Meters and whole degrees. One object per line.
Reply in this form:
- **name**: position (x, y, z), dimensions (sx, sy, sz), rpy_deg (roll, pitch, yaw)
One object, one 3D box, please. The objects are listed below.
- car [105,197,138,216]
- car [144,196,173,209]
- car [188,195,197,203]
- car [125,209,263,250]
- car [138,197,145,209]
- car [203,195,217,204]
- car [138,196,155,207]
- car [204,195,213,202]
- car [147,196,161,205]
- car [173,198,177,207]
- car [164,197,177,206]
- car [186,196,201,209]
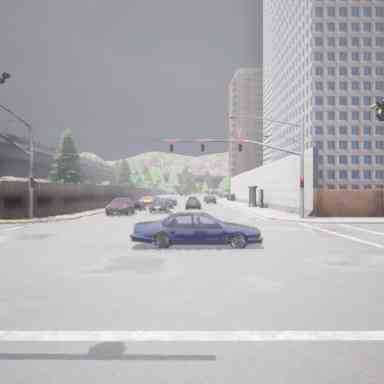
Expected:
- **car**: position (-7.045, 1.352, 32.874), dimensions (2.097, 1.767, 4.553), rpy_deg (0, 0, 0)
- **car**: position (-3.535, 1.491, 36.458), dimensions (2.128, 1.511, 4.902), rpy_deg (0, 0, 0)
- **car**: position (0.157, 1.477, 70.018), dimensions (1.882, 1.535, 5.008), rpy_deg (0, 0, 1)
- **car**: position (0.159, 1.577, 13.947), dimensions (5.357, 1.411, 2.033), rpy_deg (0, 0, 0)
- **car**: position (-7.032, 1.601, 41.860), dimensions (1.895, 1.301, 4.718), rpy_deg (0, 0, 0)
- **car**: position (3.694, 1.505, 64.119), dimensions (1.837, 1.490, 4.892), rpy_deg (0, 0, 0)
- **car**: position (-7.012, 1.478, 51.376), dimensions (1.882, 1.535, 5.008), rpy_deg (0, 0, 0)
- **car**: position (3.610, 1.500, 74.516), dimensions (1.837, 1.490, 4.892), rpy_deg (0, 0, 0)
- **car**: position (-6.973, 1.478, 61.449), dimensions (1.882, 1.535, 5.008), rpy_deg (0, 0, 1)
- **car**: position (-3.531, 1.564, 45.378), dimensions (1.994, 1.385, 4.181), rpy_deg (0, 0, -1)
- **car**: position (-3.496, 1.601, 55.360), dimensions (1.895, 1.301, 4.718), rpy_deg (0, 0, 0)
- **car**: position (0.161, 1.564, 45.045), dimensions (1.994, 1.385, 4.181), rpy_deg (0, 0, 0)
